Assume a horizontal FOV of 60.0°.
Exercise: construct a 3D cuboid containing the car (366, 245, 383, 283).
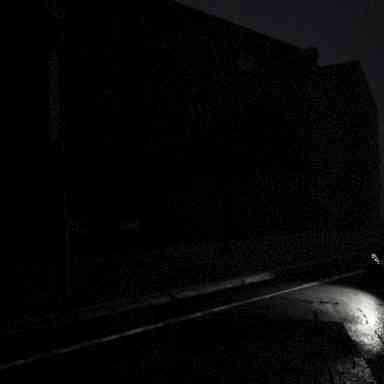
[{"bbox_3d":[6.368,1.535,8.551,4.674,1.442,1.812,0,0,-36],"label":"car"}]
